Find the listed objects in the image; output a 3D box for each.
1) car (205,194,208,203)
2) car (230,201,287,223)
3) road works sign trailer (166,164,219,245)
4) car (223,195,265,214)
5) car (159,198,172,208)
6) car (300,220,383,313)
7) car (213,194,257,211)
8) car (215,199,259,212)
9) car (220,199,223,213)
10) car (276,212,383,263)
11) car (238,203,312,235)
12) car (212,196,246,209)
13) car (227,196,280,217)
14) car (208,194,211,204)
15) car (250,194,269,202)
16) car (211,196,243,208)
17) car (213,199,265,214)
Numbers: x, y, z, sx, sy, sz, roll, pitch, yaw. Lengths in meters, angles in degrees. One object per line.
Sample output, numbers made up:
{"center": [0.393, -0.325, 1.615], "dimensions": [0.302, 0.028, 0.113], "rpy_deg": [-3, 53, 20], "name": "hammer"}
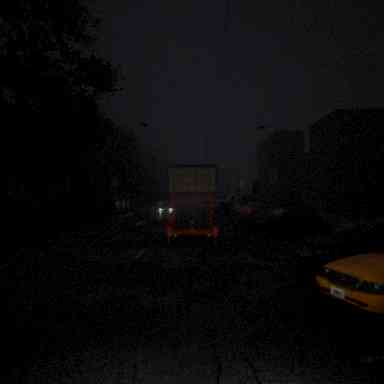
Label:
{"center": [5.538, 1.702, 60.986], "dimensions": [5.008, 1.535, 2.097], "rpy_deg": [1, -1, -20], "name": "car"}
{"center": [5.319, 1.561, 21.939], "dimensions": [4.792, 1.488, 2.163], "rpy_deg": [1, 0, -20], "name": "car"}
{"center": [0.019, 0.496, 15.682], "dimensions": [2.380, 3.560, 2.880], "rpy_deg": [0, 0, 0], "name": "road works sign trailer"}
{"center": [5.407, 1.424, 27.960], "dimensions": [4.553, 1.767, 2.185], "rpy_deg": [1, 0, -20], "name": "car"}
{"center": [-3.950, 1.662, 50.783], "dimensions": [1.837, 1.490, 4.892], "rpy_deg": [0, 0, 0], "name": "car"}
{"center": [5.135, 1.494, 6.882], "dimensions": [5.366, 1.575, 1.946], "rpy_deg": [1, 0, -20], "name": "car"}
{"center": [5.395, 1.318, 33.935], "dimensions": [5.566, 2.045, 2.435], "rpy_deg": [1, 0, -20], "name": "car"}
{"center": [5.411, 1.623, 39.950], "dimensions": [4.792, 1.488, 2.163], "rpy_deg": [1, 0, -20], "name": "car"}
{"center": [5.386, 1.599, 30.956], "dimensions": [4.674, 1.452, 2.002], "rpy_deg": [1, 0, -20], "name": "car"}
{"center": [5.320, 1.507, 9.947], "dimensions": [4.892, 1.521, 2.231], "rpy_deg": [1, 0, -20], "name": "car"}
{"center": [5.337, 1.565, 18.947], "dimensions": [4.674, 1.452, 2.002], "rpy_deg": [1, 0, -20], "name": "car"}
{"center": [5.458, 1.510, 48.966], "dimensions": [4.553, 1.767, 2.185], "rpy_deg": [1, -1, -20], "name": "car"}
{"center": [5.392, 1.415, 24.959], "dimensions": [4.553, 1.767, 2.185], "rpy_deg": [1, 0, -20], "name": "car"}
{"center": [5.433, 1.355, 42.952], "dimensions": [5.566, 2.045, 2.435], "rpy_deg": [1, 0, -20], "name": "car"}
{"center": [18.610, 1.644, 91.981], "dimensions": [2.435, 2.045, 5.566], "rpy_deg": [0, 0, -21], "name": "car"}
{"center": [5.474, 1.526, 51.967], "dimensions": [4.553, 1.767, 2.185], "rpy_deg": [1, -1, -20], "name": "car"}
{"center": [5.248, 1.576, 36.893], "dimensions": [5.366, 1.575, 1.946], "rpy_deg": [1, 0, -20], "name": "car"}
